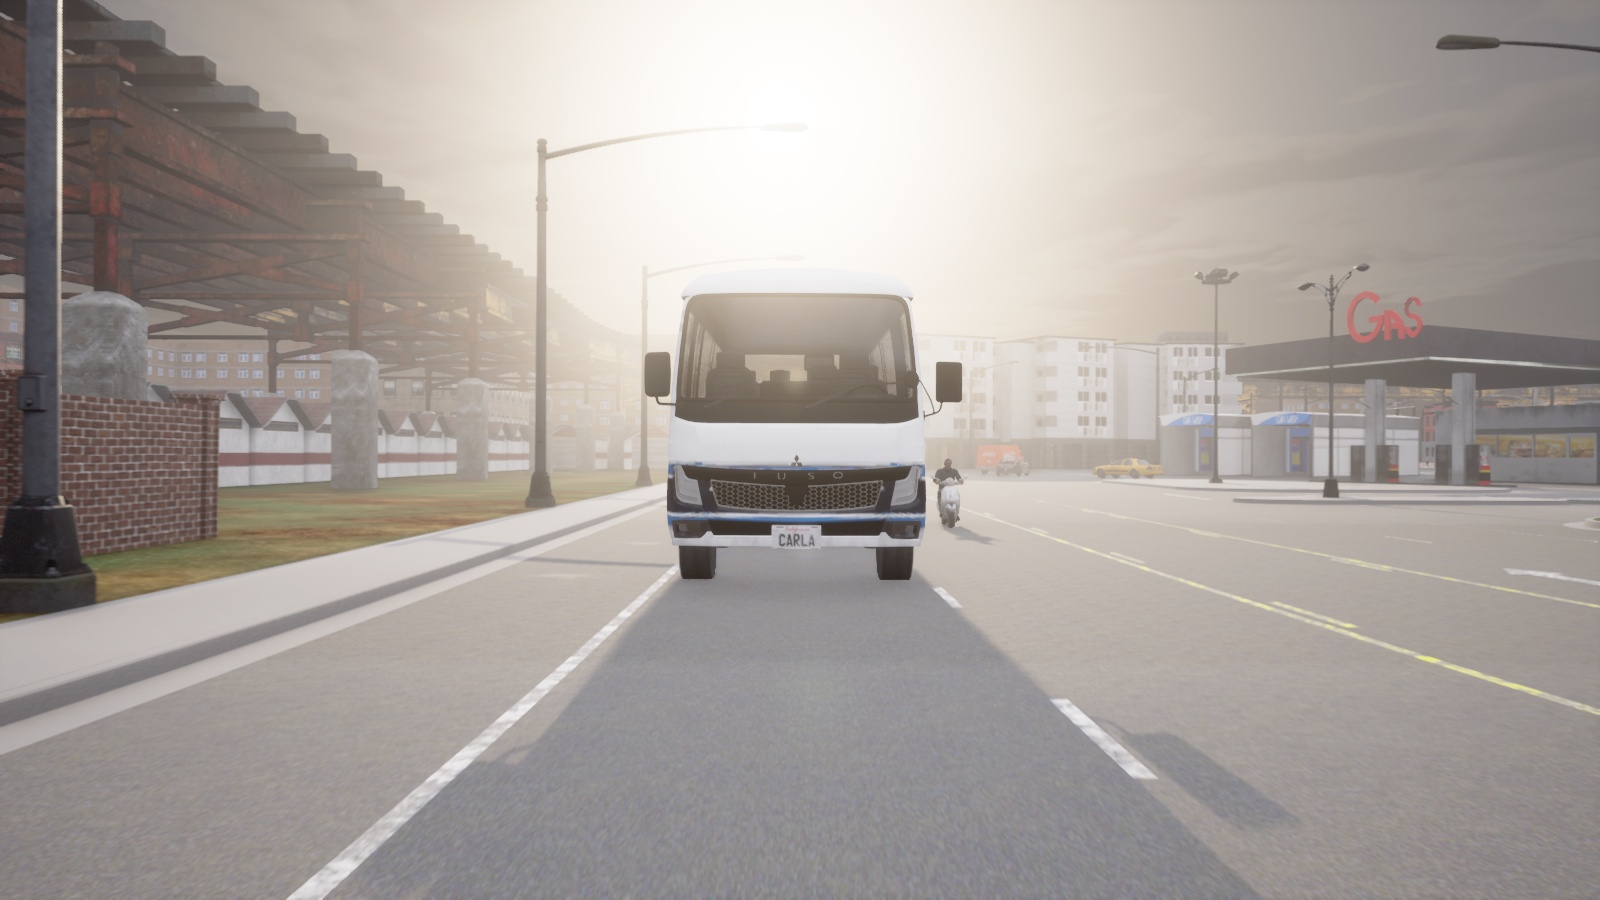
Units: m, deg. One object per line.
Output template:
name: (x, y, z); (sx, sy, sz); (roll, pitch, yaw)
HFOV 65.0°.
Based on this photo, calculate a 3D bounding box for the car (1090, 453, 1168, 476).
car: (23.227, 1.043, 88.864); (1.801, 1.575, 5.366); (0, 0, -37)

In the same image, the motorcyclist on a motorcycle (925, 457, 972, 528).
motorcyclist on a motorcycle: (3.430, 0.955, 29.080); (0.866, 1.590, 1.817); (0, 0, 0)

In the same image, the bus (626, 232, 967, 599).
bus: (-0.053, -0.390, 19.740); (3.944, 4.253, 10.273); (0, 0, 0)
